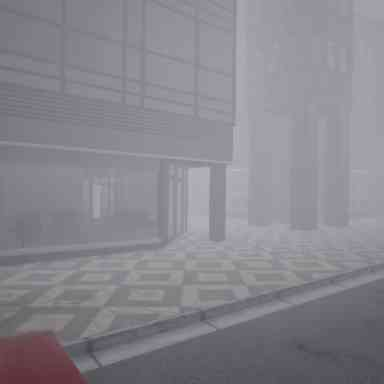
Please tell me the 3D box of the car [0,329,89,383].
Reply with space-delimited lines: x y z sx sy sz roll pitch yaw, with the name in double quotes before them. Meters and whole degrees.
"car" -2.802 1.600 1.368 4.718 1.301 1.895 0 0 -36
